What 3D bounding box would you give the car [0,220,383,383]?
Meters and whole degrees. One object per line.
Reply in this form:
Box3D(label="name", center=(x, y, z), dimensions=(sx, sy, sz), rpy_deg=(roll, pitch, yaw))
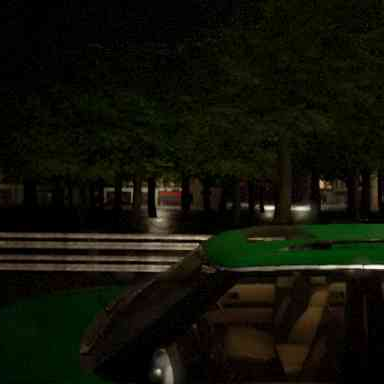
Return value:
Box3D(label="car", center=(0.769, 1.264, 2.440), dimensions=(5.566, 2.045, 2.150), rpy_deg=(0, -1, 5))
